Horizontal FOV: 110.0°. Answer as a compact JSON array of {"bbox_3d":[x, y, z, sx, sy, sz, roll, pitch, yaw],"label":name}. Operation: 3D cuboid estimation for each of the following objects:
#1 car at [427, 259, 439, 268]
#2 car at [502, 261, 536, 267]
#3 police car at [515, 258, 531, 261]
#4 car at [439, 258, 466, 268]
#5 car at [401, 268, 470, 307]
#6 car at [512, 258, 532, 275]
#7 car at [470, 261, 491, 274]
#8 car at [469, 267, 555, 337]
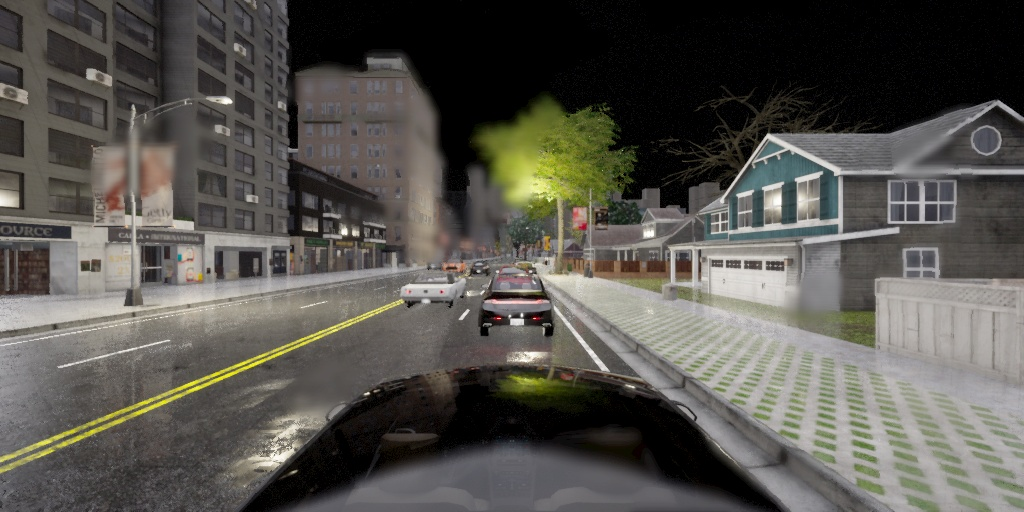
[{"bbox_3d":[-9.807,1.198,47.060,2.128,1.511,4.902,0,0,0],"label":"car"},{"bbox_3d":[0.119,1.218,19.834,1.882,1.535,5.008,0,0,0],"label":"car"},{"bbox_3d":[1.003,1.155,29.563,1.930,1.638,5.238,0,0,0],"label":"police car"},{"bbox_3d":[-6.561,1.066,41.096,2.097,1.767,4.553,0,0,0],"label":"car"},{"bbox_3d":[-3.136,1.345,15.334,1.895,1.301,4.718,0,0,0],"label":"car"},{"bbox_3d":[1.012,1.067,39.423,2.097,1.767,4.553,0,0,0],"label":"car"},{"bbox_3d":[-3.111,1.247,35.844,1.812,1.442,4.674,0,0,0],"label":"car"},{"bbox_3d":[0.111,1.239,10.330,2.128,1.511,4.902,0,0,0],"label":"car"}]
